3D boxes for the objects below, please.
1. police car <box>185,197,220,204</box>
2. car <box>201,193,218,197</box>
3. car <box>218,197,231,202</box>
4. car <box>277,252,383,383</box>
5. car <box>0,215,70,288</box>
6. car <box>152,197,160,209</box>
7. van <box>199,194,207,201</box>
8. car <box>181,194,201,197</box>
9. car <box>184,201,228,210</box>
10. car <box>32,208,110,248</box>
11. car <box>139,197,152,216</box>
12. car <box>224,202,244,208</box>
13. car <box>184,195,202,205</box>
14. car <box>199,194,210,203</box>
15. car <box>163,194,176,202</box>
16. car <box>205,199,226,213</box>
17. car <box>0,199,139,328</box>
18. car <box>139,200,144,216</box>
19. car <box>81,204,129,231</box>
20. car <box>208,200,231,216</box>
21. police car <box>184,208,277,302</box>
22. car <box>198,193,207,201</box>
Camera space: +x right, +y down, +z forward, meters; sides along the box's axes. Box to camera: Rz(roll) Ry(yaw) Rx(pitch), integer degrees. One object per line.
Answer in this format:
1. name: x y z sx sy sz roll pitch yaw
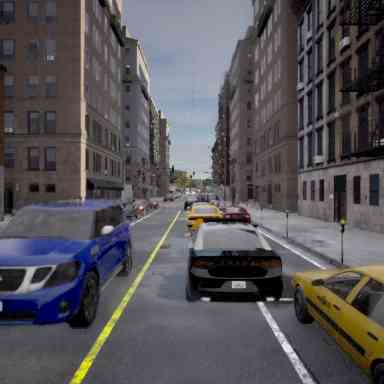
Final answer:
1. police car: 0.707 1.422 24.407 1.930 1.638 5.238 0 0 -2
2. car: 2.634 1.308 43.914 2.192 1.841 5.009 0 0 0
3. car: 2.635 1.437 26.868 1.967 1.590 4.097 0 0 0
4. car: 2.635 1.525 4.308 1.752 1.417 4.829 0 0 0
5. car: -5.390 1.544 9.820 1.887 1.381 4.507 0 0 0
6. car: -5.391 1.433 43.913 1.967 1.590 4.097 0 0 0
7. van: 2.688 1.324 81.978 1.690 1.788 3.998 0 0 0
8. car: 0.339 1.515 51.777 1.812 1.442 4.674 0 0 23
9. car: 0.716 1.480 18.353 1.882 1.535 5.008 0 0 2
10. car: -5.390 1.549 15.502 2.008 1.369 4.403 0 0 0
11. car: -5.390 1.436 32.549 1.967 1.590 4.097 0 0 0
12. car: 2.635 1.542 21.185 1.887 1.381 4.507 0 0 0
13. car: 0.009 1.471 42.463 1.882 1.535 5.008 0 0 0
14. car: 2.697 1.301 70.970 2.192 1.841 5.009 0 0 0
15. car: -5.422 1.300 76.473 2.192 1.841 5.009 0 0 0
16. car: 2.635 1.545 38.232 2.008 1.369 4.403 0 0 0
17. car: -2.752 1.221 7.338 2.150 2.045 5.566 0 0 0
18. car: -5.390 1.563 26.867 1.947 1.339 4.313 0 0 0
19. car: -5.390 1.542 21.185 1.887 1.381 4.507 0 0 0
20. car: 2.635 1.540 32.550 1.887 1.381 4.507 0 0 0
21. police car: 0.823 1.425 8.435 1.930 1.638 5.238 0 0 0
22. car: 2.683 1.296 87.482 2.192 1.841 5.009 0 0 0
